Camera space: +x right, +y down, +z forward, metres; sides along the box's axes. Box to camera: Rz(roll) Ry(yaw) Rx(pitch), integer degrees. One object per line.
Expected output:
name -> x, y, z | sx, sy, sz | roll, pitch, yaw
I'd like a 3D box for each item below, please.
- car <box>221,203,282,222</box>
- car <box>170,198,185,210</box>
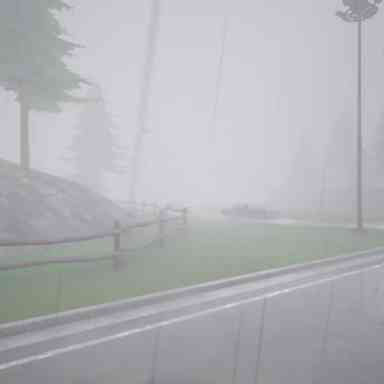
car -> 4.653, 1.574, 26.266 | 1.895, 1.301, 4.718 | 0, 0, -43
car -> -1.841, 1.538, 43.274 | 1.812, 1.442, 4.674 | 0, 0, 1
